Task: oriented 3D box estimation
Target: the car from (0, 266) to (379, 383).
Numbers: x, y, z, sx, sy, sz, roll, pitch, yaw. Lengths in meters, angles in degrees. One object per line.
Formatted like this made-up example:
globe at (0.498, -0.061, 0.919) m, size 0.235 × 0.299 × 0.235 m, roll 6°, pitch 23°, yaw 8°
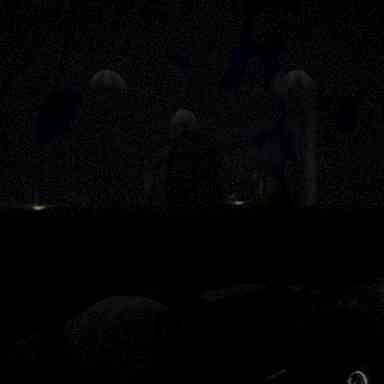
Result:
car at (-0.097, 1.519, 3.006) m, size 4.674 × 1.442 × 1.812 m, roll 0°, pitch 0°, yaw -35°
